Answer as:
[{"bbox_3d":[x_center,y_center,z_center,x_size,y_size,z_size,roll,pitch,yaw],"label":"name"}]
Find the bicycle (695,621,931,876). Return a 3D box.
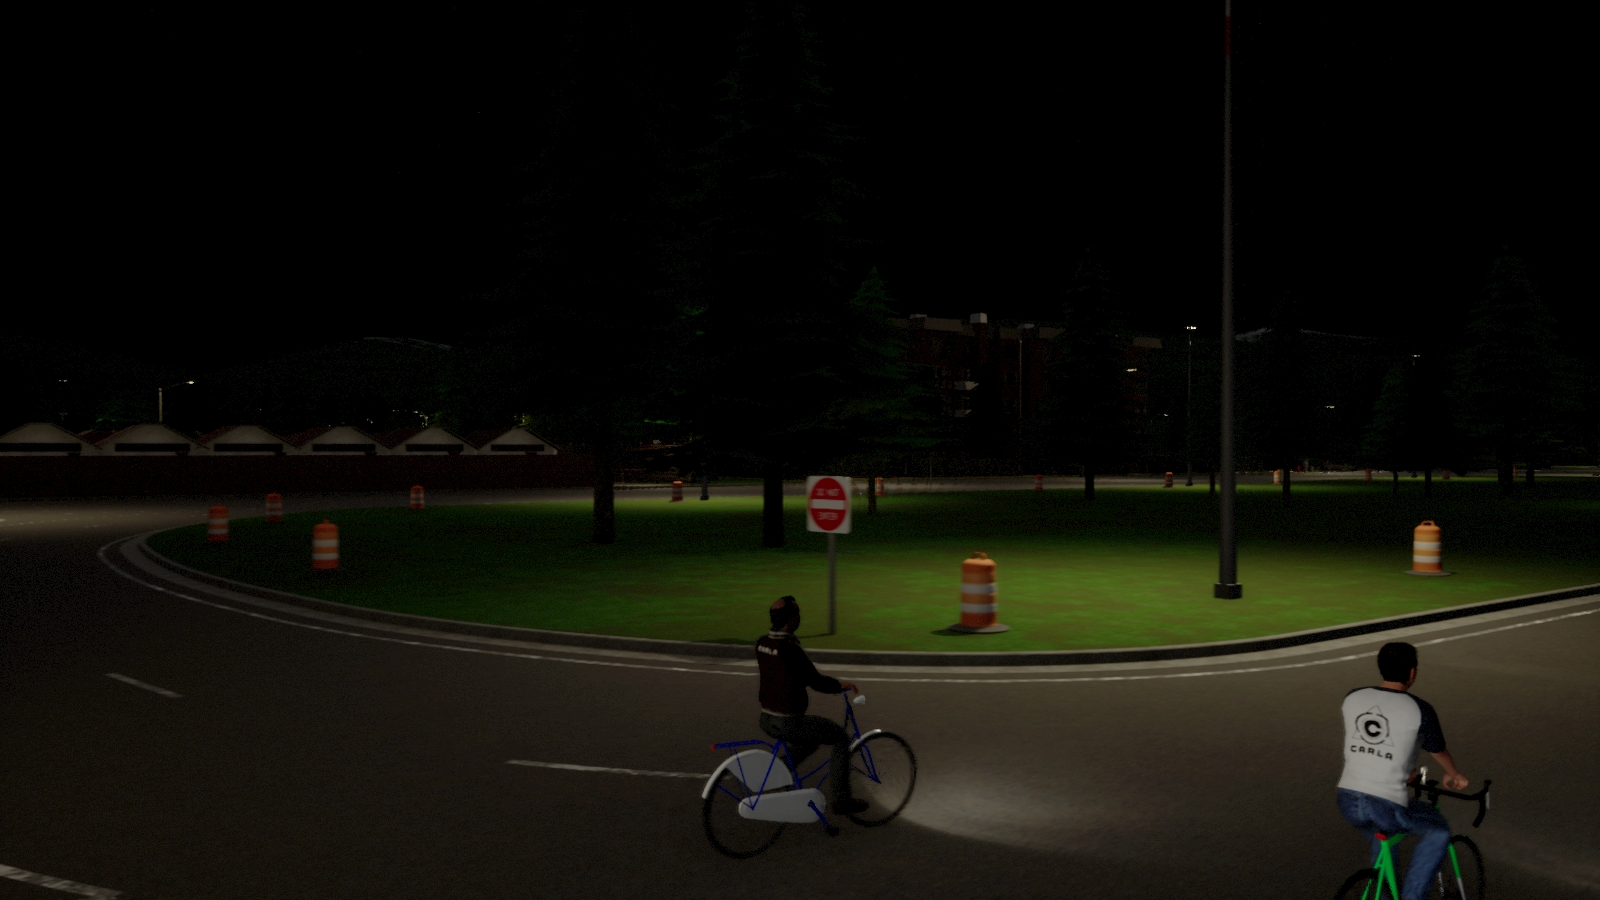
[{"bbox_3d":[0.133,2.060,8.160,1.835,1.471,0.329,0,0,-35],"label":"bicycle"}]

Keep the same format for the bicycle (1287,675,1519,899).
[{"bbox_3d":[3.219,2.056,6.041,1.643,1.496,0.373,0,0,-35],"label":"bicycle"}]
